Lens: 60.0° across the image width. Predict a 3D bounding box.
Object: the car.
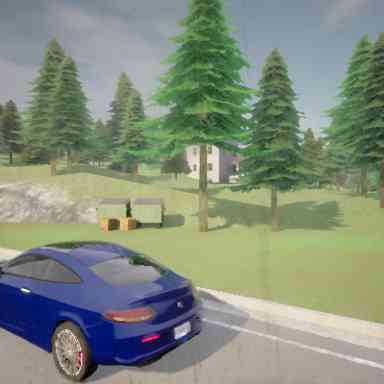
[{"bbox_3d":[-1.987,1.526,5.408,4.674,1.442,1.812,0,0,35],"label":"car"}]
